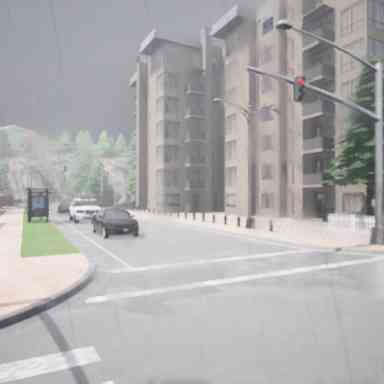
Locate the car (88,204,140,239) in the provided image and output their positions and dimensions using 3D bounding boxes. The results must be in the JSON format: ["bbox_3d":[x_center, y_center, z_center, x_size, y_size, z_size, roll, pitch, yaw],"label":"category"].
[{"bbox_3d":[-4.556,1.731,19.483,1.882,1.535,5.008,0,-1,-27],"label":"car"}]

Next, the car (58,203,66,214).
[{"bbox_3d":[-16.145,2.073,42.824,2.033,1.411,5.357,0,-1,-26],"label":"car"}]

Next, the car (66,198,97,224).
[{"bbox_3d":[-9.281,1.582,28.954,2.150,2.045,5.566,0,0,-26],"label":"car"}]
